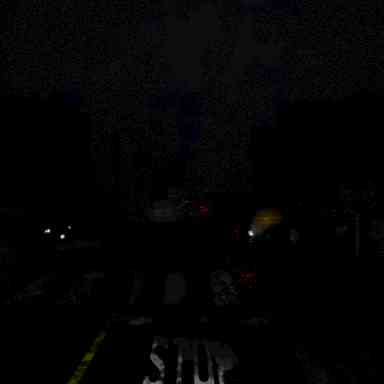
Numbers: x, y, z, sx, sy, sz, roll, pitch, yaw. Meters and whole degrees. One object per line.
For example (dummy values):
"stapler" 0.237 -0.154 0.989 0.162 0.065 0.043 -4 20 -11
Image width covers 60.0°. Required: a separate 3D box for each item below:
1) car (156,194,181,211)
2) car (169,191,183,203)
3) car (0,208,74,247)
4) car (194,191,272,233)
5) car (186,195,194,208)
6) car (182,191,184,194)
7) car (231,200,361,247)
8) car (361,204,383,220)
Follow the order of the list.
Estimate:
"car" -2.661 1.227 36.185 2.033 1.411 5.357 0 1 2
"car" -2.632 1.065 46.278 1.882 1.535 5.008 0 1 0
"car" -7.582 1.350 13.308 5.357 1.411 2.033 -1 -1 11
"car" 3.050 0.981 17.334 5.566 2.045 2.150 -1 -1 -1
"car" 0.318 1.125 41.199 2.128 1.511 4.902 0 1 0
"car" -2.623 1.061 56.228 1.994 1.385 4.181 0 1 0
"car" 4.164 1.179 12.997 4.892 1.490 1.837 0 -5 -32
"car" 11.823 1.308 24.137 4.181 1.385 1.994 -1 -1 0
